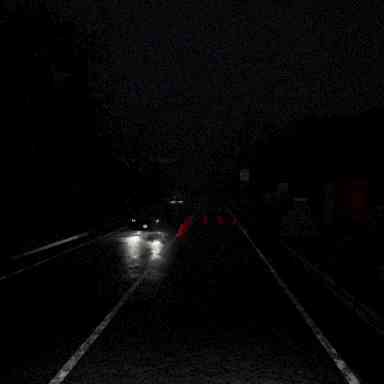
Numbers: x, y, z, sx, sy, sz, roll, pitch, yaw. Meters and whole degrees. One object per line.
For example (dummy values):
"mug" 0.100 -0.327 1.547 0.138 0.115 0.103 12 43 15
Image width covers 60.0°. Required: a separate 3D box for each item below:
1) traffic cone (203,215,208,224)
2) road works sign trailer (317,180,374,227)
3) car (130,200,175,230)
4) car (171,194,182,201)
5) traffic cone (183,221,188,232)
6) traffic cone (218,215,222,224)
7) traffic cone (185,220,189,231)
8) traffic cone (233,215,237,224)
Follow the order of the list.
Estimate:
"traffic cone" 0.902 1.854 22.272 0.340 0.580 0.340 0 0 4
"road works sign trailer" 7.920 0.515 18.580 3.560 2.380 2.880 -5 7 -42
"car" -2.340 1.440 20.490 2.033 1.411 5.357 0 0 4
"car" -3.367 1.183 72.378 1.882 1.535 5.008 -1 0 -11
"traffic cone" -0.494 1.878 16.359 0.340 0.580 0.340 0 0 4
"traffic cone" 1.892 1.859 22.205 0.340 0.580 0.340 0 0 4
"traffic cone" -0.361 1.868 18.355 0.340 0.580 0.340 0 0 4
"traffic cone" 2.866 1.863 22.271 0.340 0.580 0.340 0 0 10
